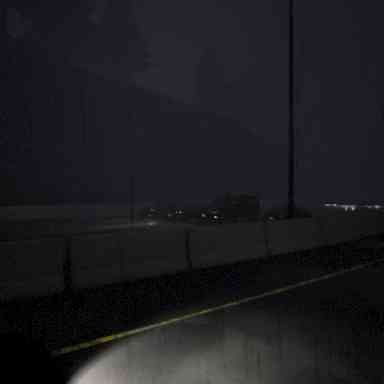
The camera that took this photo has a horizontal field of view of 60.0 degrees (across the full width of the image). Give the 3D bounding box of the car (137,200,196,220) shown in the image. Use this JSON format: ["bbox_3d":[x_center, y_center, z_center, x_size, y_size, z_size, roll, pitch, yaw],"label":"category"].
[{"bbox_3d":[-2.153,1.501,29.331,5.008,1.535,1.882,0,0,-42],"label":"car"}]

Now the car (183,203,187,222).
[{"bbox_3d":[0.160,1.510,26.717,4.902,1.511,2.128,0,0,-42],"label":"car"}]

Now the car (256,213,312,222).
[{"bbox_3d":[6.657,1.571,23.152,4.181,1.385,1.994,0,0,-42],"label":"car"}]

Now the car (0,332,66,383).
[{"bbox_3d":[-2.828,1.570,1.829,4.181,1.385,1.994,0,0,-35],"label":"car"}]
